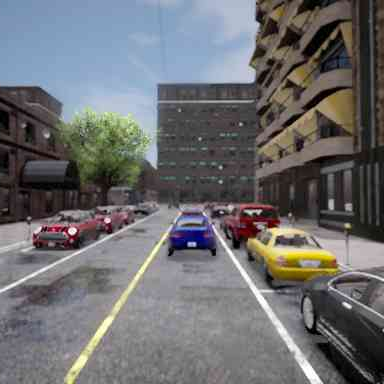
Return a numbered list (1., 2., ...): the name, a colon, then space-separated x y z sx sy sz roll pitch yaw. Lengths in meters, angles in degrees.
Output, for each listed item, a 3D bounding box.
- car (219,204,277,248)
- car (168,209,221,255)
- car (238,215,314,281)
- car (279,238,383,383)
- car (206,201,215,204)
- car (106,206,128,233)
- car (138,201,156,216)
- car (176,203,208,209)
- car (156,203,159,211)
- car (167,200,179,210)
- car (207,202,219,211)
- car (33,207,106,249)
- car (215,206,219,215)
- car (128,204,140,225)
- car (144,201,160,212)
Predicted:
1. car: 2.701 1.487 15.465 2.192 1.841 5.009 1 -1 0
2. car: 0.019 1.680 13.900 1.812 1.442 4.674 0 0 0
3. car: 2.700 1.636 9.946 1.752 1.417 4.829 1 -1 0
4. car: 2.701 1.597 4.089 2.008 1.369 4.403 1 -1 0
5. car: 2.732 1.998 49.578 1.967 1.590 4.097 1 -1 0
6. car: -5.650 1.676 21.089 1.967 1.590 4.097 1 -1 0
7. car: -5.659 1.994 38.145 1.947 1.339 4.313 1 -1 0
8. car: 0.001 1.855 27.542 2.033 1.411 5.357 0 -1 0
9. car: -5.661 2.044 43.833 2.008 1.369 4.403 1 -1 0
10. car: -3.038 2.134 55.553 1.837 1.490 4.892 0 -1 0
11. car: 2.690 1.930 32.521 1.947 1.339 4.313 1 -1 0
12. car: -5.648 1.612 15.401 1.967 1.590 4.097 1 -1 0
13. car: 2.694 1.818 21.148 1.802 1.307 4.206 1 -1 0
14. car: -5.655 1.881 26.773 1.802 1.307 4.206 1 -1 0
15. car: -5.833 2.081 49.349 1.752 1.417 4.829 1 -1 0
